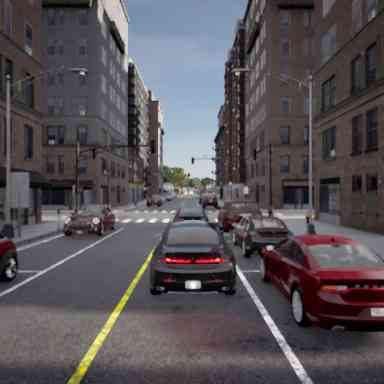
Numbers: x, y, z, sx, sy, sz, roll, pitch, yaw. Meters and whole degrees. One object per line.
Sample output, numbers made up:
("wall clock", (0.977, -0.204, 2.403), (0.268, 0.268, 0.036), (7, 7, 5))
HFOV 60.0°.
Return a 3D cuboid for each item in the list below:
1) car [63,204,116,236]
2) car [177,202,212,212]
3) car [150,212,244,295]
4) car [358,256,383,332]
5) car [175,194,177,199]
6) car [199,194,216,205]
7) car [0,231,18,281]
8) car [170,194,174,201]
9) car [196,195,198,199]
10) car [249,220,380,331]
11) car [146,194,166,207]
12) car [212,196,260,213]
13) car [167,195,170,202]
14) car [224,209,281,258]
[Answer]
("car", (-5.492, 1.435, 18.197), (1.967, 1.590, 4.097), (0, 0, 0))
("car", (-0.043, 1.500, 18.121), (1.837, 1.490, 4.892), (0, 0, 0))
("car", (0.021, 1.502, 8.705), (1.837, 1.490, 4.892), (0, 0, 0))
("car", (2.635, 1.440, 1.199), (1.967, 1.590, 4.097), (0, 0, 0))
("car", (-5.929, 1.520, 89.281), (2.008, 1.369, 4.403), (0, 0, 0))
("car", (2.436, 1.301, 45.302), (2.192, 1.841, 5.009), (0, 0, 0))
("car", (-5.424, 1.438, 6.833), (1.967, 1.590, 4.097), (0, 0, 0))
("car", (-5.868, 1.518, 78.275), (1.887, 1.381, 4.507), (0, 0, 0))
("car", (2.325, 1.295, 61.813), (2.192, 1.841, 5.009), (0, 0, 0))
("car", (2.601, 1.543, 6.881), (1.887, 1.381, 4.507), (0, 0, 0))
("car", (-5.716, 1.299, 50.756), (2.192, 1.841, 5.009), (0, 0, 0))
("car", (2.533, 1.310, 18.246), (2.192, 1.841, 5.009), (0, 0, 0))
("car", (-5.777, 1.531, 61.763), (2.008, 1.369, 4.403), (0, 0, 0))
("car", (2.567, 1.547, 12.564), (2.008, 1.369, 4.403), (0, 0, 0))
